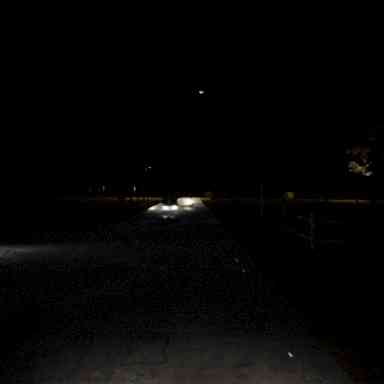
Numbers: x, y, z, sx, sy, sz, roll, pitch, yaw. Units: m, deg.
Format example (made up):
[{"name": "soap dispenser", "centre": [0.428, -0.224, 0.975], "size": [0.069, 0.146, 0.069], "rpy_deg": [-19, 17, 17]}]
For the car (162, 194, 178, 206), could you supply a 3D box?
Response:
[{"name": "car", "centre": [-2.846, 1.019, 43.807], "size": [2.128, 1.511, 4.902], "rpy_deg": [0, 1, 0]}]
